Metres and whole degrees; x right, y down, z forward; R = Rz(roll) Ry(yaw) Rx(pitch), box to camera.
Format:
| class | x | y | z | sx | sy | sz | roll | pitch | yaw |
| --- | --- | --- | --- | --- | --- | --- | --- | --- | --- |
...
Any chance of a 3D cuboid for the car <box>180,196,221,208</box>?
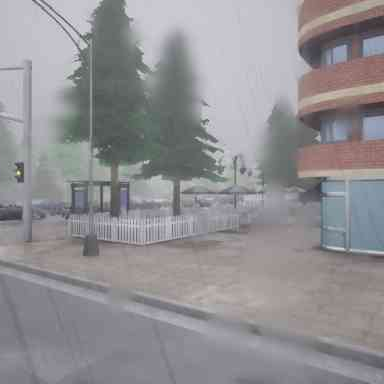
| class | x | y | z | sx | sy | sz | roll | pitch | yaw |
| --- | --- | --- | --- | --- | --- | --- | --- | --- | --- |
| car | 1.165 | 1.545 | 41.759 | 1.895 | 1.301 | 4.718 | 0 | 0 | 41 |

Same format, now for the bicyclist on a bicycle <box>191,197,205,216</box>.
| class | x | y | z | sx | sy | sz | roll | pitch | yaw |
| --- | --- | --- | --- | --- | --- | --- | --- | --- | --- |
| bicyclist on a bicycle | 0.434 | 1.245 | 27.308 | 1.656 | 1.620 | 0.582 | 0 | 0 | 36 |

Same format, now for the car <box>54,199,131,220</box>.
| class | x | y | z | sx | sy | sz | roll | pitch | yaw |
| --- | --- | --- | --- | --- | --- | --- | --- | --- | --- |
| car | -7.262 | 1.436 | 24.832 | 2.128 | 1.511 | 4.902 | 0 | 0 | 36 |

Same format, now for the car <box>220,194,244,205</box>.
| class | x | y | z | sx | sy | sz | roll | pitch | yaw |
| --- | --- | --- | --- | --- | --- | --- | --- | --- | --- |
| car | 6.058 | 1.166 | 54.934 | 5.566 | 2.045 | 2.150 | 0 | 0 | -31 |

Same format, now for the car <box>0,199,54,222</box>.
| class | x | y | z | sx | sy | sz | roll | pitch | yaw |
| --- | --- | --- | --- | --- | --- | --- | --- | --- | --- |
| car | -12.725 | 1.435 | 23.251 | 2.128 | 1.511 | 4.902 | 0 | 0 | 36 |

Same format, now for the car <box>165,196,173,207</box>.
| class | x | y | z | sx | sy | sz | roll | pitch | yaw |
| --- | --- | --- | --- | --- | --- | --- | --- | --- | --- |
| car | -2.237 | 1.296 | 48.337 | 4.553 | 1.767 | 2.097 | 0 | 0 | -43 |

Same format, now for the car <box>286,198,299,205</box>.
| class | x | y | z | sx | sy | sz | roll | pitch | yaw |
| --- | --- | --- | --- | --- | --- | --- | --- | --- | --- |
| car | 17.167 | 1.545 | 52.362 | 4.718 | 1.301 | 1.895 | 0 | 0 | -20 |

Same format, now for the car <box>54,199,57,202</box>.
| class | x | y | z | sx | sy | sz | roll | pitch | yaw |
| --- | --- | --- | --- | --- | --- | --- | --- | --- | --- |
| car | -11.254 | 1.545 | 31.572 | 1.895 | 1.301 | 4.718 | 0 | 0 | 36 |

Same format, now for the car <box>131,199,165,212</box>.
| class | x | y | z | sx | sy | sz | roll | pitch | yaw |
| --- | --- | --- | --- | --- | --- | --- | --- | --- | --- |
| car | -5.784 | 1.545 | 38.931 | 1.895 | 1.301 | 4.718 | 0 | 0 | 37 |

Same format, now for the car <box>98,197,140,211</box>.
| class | x | y | z | sx | sy | sz | roll | pitch | yaw |
| --- | --- | --- | --- | --- | --- | --- | --- | --- | --- |
| car | -8.832 | 1.422 | 40.636 | 1.882 | 1.535 | 5.008 | 0 | 0 | 38 |

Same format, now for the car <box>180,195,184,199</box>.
| class | x | y | z | sx | sy | sz | roll | pitch | yaw |
| --- | --- | --- | --- | --- | --- | --- | --- | --- | --- |
| car | 0.830 | 1.508 | 46.488 | 4.181 | 1.385 | 1.994 | 0 | 0 | -43 |
